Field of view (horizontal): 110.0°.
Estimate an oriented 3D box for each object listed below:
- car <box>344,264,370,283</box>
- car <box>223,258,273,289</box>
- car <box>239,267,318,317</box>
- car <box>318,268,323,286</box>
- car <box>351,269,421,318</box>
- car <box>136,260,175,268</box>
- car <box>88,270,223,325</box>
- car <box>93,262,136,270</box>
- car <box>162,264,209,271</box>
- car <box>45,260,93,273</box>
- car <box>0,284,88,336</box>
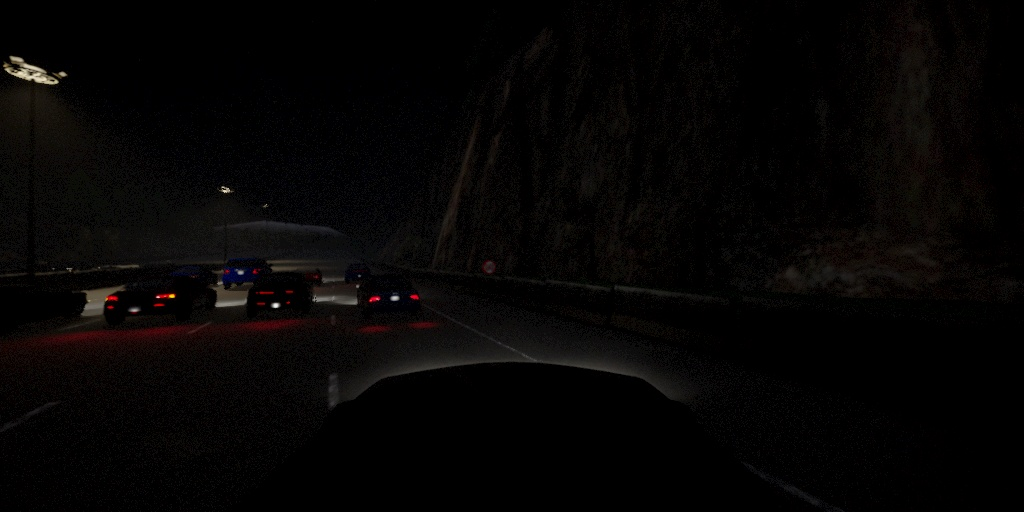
[{"bbox_3d":[-12.961,1.381,30.123,1.882,1.535,5.008,0,0,-26],"label":"car"},{"bbox_3d":[-18.239,1.132,24.976,2.150,2.045,5.566,0,0,-26],"label":"car"},{"bbox_3d":[-8.910,1.382,14.099,1.837,1.490,4.892,0,0,-26],"label":"car"},{"bbox_3d":[-15.284,1.509,26.904,1.895,1.301,4.718,0,0,-26],"label":"car"},{"bbox_3d":[-4.812,1.409,13.674,2.033,1.411,5.357,0,0,-26],"label":"car"},{"bbox_3d":[-43.633,1.250,44.410,2.128,1.511,4.902,0,1,-26],"label":"car"},{"bbox_3d":[-12.060,1.403,12.572,1.812,1.442,4.674,0,-1,-26],"label":"car"},{"bbox_3d":[-46.526,1.367,42.393,1.895,1.301,4.718,0,1,-26],"label":"car"},{"bbox_3d":[-22.124,1.435,24.959,1.812,1.442,4.674,0,0,-26],"label":"car"},{"bbox_3d":[-49.602,1.273,40.716,1.837,1.490,4.892,0,1,-26],"label":"car"},{"bbox_3d":[-14.894,1.477,10.397,1.895,1.301,4.718,0,0,-26],"label":"car"}]
